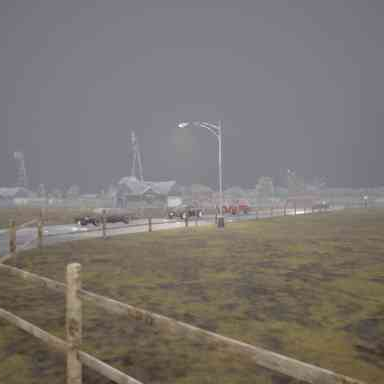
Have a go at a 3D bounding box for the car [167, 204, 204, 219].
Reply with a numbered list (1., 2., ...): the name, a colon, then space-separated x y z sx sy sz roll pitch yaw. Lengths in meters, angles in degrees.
1. car: -0.637 2.013 34.729 1.837 1.490 4.892 -2 -2 36

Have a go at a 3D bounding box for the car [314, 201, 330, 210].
1. car: 25.109 2.472 64.332 2.097 1.767 4.553 -2 -2 34

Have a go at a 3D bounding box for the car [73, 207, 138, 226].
1. car: -6.658 1.884 26.314 2.033 1.411 5.357 -2 -2 36

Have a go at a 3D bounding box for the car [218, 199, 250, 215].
1. car: 5.556 1.912 43.390 2.150 2.045 5.566 -2 -2 36
